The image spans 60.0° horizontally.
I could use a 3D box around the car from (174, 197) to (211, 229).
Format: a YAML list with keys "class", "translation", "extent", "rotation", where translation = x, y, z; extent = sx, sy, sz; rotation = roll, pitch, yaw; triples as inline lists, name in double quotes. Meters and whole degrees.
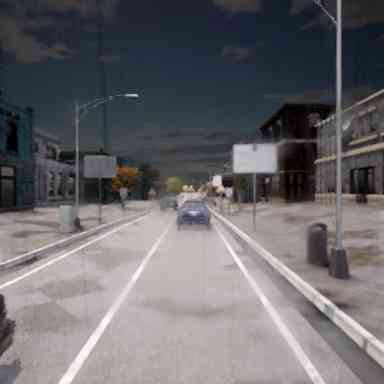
- class: "car"
  translation: [0.104, 1.362, 21.960]
  extent: [2.097, 1.767, 4.553]
  rotation: [0, 0, 0]

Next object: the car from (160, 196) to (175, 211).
- class: "car"
  translation: [-3.073, 1.557, 45.225]
  extent: [2.150, 2.045, 5.566]
  rotation: [-1, -2, 0]

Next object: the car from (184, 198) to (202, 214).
- class: "car"
  translation: [0.111, 1.599, 39.664]
  extent: [2.097, 1.767, 4.553]
  rotation: [0, -1, 0]

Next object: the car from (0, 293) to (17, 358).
- class: "car"
  translation: [-3.102, 1.547, 1.786]
  extent: [2.033, 1.411, 5.357]
  rotation: [0, 0, 0]
